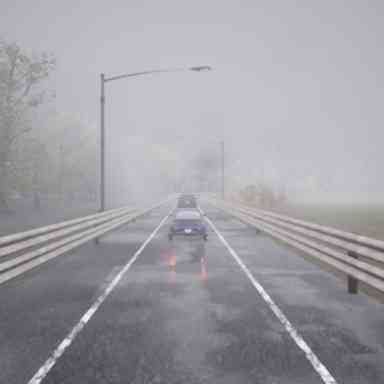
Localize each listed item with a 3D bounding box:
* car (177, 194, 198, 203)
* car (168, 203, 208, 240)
[{"bbox_3d":[-0.517,1.222,37.437,2.150,2.045,5.566,0,0,-1],"label":"car"},{"bbox_3d":[-0.208,1.528,16.924,1.812,1.442,4.674,0,0,-1],"label":"car"}]
